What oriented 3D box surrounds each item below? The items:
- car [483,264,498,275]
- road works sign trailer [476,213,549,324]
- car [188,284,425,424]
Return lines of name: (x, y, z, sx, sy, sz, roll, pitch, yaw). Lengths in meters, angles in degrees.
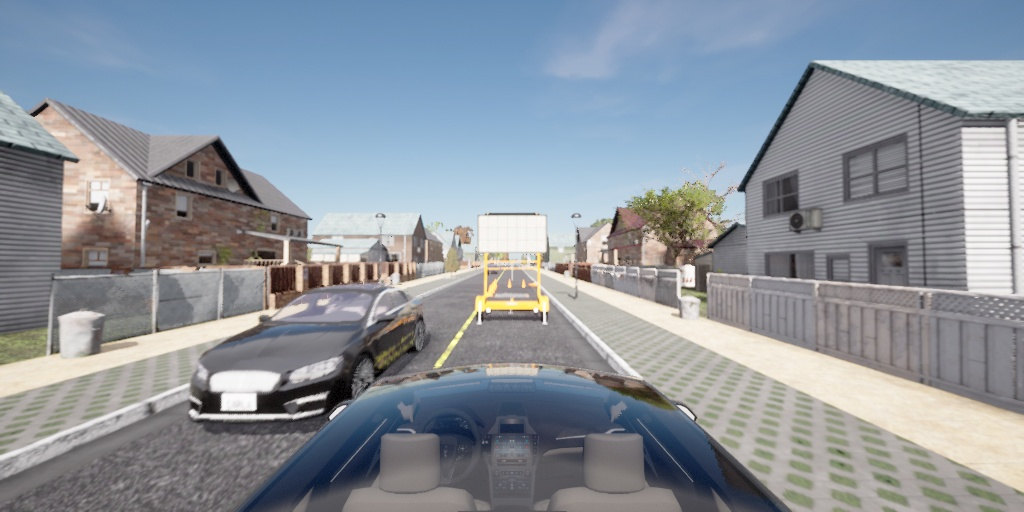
car: (-2.850, 1.780, 49.190, 2.033, 1.411, 5.357, 0, -1, 0)
road works sign trailer: (0.012, 0.308, 12.373, 2.380, 3.560, 2.880, 0, 0, 0)
car: (-2.851, 1.280, 6.197, 2.128, 1.511, 4.902, 0, -1, 0)
